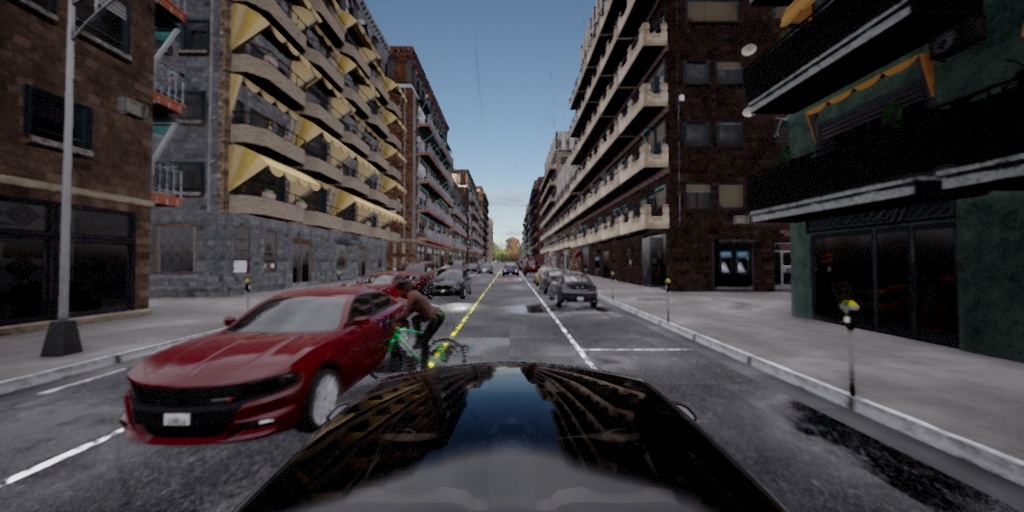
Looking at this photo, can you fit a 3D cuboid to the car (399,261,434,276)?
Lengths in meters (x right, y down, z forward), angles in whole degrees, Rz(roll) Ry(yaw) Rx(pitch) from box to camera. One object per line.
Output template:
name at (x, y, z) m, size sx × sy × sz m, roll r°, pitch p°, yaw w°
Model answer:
car at (-5.811, 1.236, 21.490) m, size 2.192 × 1.841 × 5.009 m, roll 0°, pitch 0°, yaw 0°

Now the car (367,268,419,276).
car at (-5.774, 1.418, 15.922) m, size 1.888 × 1.381 × 4.507 m, roll 0°, pitch 0°, yaw 0°

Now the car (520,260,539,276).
car at (2.422, 1.432, 43.782) m, size 2.192 × 1.841 × 5.009 m, roll 0°, pitch 0°, yaw 0°

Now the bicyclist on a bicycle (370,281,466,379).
bicyclist on a bicycle at (-1.589, 1.240, 5.874) m, size 1.656 × 1.620 × 0.582 m, roll -2°, pitch -1°, yaw 0°

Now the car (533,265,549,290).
car at (2.570, 1.471, 21.512) m, size 2.007 × 1.370 × 4.403 m, roll 0°, pitch 0°, yaw 0°

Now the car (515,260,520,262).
car at (-0.221, 1.664, 51.484) m, size 1.882 × 1.535 × 5.008 m, roll 0°, pitch -1°, yaw -1°

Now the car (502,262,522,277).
car at (-0.152, 1.699, 41.543) m, size 1.895 × 1.301 × 4.718 m, roll 0°, pitch -1°, yaw 0°

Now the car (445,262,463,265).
car at (-5.884, 1.545, 32.455) m, size 1.751 × 1.417 × 4.829 m, roll 0°, pitch 0°, yaw 0°

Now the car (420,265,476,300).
car at (-3.195, 1.405, 18.953) m, size 1.837 × 1.490 × 4.892 m, roll 0°, pitch -1°, yaw 0°

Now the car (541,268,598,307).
car at (2.607, 1.423, 15.945) m, size 2.007 × 1.370 × 4.403 m, roll 0°, pitch 0°, yaw 0°

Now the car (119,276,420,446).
car at (-3.112, 1.263, 5.813) m, size 1.882 × 1.535 × 5.008 m, roll 0°, pitch -1°, yaw 0°

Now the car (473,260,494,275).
car at (-3.383, 1.630, 46.194) m, size 2.128 × 1.511 × 4.902 m, roll 0°, pitch 0°, yaw 0°

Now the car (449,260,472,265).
car at (-5.922, 1.383, 38.192) m, size 2.192 × 1.841 × 5.009 m, roll 0°, pitch 0°, yaw 0°

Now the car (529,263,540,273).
car at (2.532, 1.495, 27.249) m, size 1.751 × 1.417 × 4.829 m, roll 0°, pitch 0°, yaw 0°
